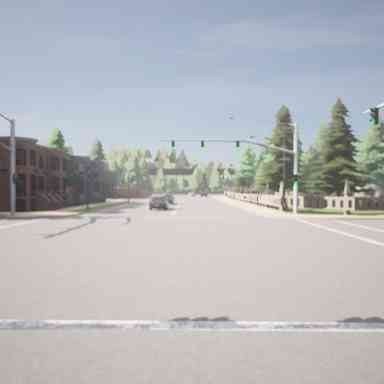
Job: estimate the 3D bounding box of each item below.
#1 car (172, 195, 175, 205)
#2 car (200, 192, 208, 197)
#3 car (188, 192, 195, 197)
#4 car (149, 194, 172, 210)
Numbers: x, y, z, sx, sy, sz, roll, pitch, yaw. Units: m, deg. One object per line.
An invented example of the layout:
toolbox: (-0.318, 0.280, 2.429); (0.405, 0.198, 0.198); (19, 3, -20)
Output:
car: (-3.589, 1.121, 48.930); (1.837, 1.490, 4.892); (0, 0, 0)
car: (3.434, 0.678, 94.756); (1.837, 1.490, 4.892); (0, 0, 0)
car: (-0.066, 0.703, 94.754); (1.812, 1.442, 4.674); (0, 0, 0)
car: (-3.621, 1.215, 36.917); (1.837, 1.490, 4.892); (0, 0, 0)
